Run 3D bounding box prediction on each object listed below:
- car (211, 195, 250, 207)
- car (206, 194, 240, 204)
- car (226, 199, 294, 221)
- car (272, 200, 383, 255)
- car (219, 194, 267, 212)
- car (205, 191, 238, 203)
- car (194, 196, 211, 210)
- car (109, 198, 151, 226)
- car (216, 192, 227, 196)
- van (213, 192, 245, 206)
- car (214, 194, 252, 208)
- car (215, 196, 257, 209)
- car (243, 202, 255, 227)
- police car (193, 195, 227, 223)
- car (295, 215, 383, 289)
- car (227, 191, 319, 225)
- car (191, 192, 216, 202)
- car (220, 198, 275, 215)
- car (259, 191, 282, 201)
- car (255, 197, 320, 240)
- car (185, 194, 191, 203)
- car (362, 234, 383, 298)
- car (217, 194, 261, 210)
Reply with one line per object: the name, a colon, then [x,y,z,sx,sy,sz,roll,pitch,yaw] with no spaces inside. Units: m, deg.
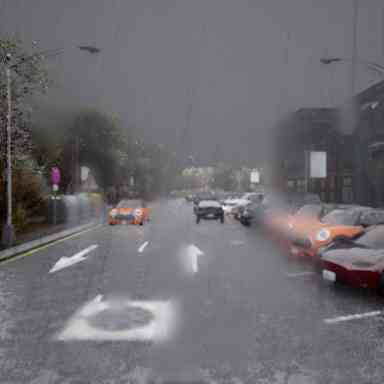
car: [5.433,1.253,47.219,5.008,1.535,2.097,1,0,-20]
car: [5.273,1.220,56.163,5.366,1.575,1.946,1,0,-20]
car: [5.345,1.361,26.183,4.792,1.488,2.163,1,1,-20]
car: [5.355,1.287,11.191,4.553,1.767,2.185,1,1,-20]
car: [5.376,1.168,35.198,4.553,1.767,2.185,1,0,-20]
car: [5.467,0.956,62.256,5.566,2.045,2.435,1,0,-20]
car: [1.254,1.269,39.904,1.882,1.535,5.008,0,0,0]
car: [-4.001,1.218,21.894,2.097,1.767,4.553,0,0,0]
car: [5.362,1.066,29.183,5.566,2.045,2.435,1,1,-20]
van: [5.556,1.020,50.264,4.442,1.987,1.878,1,0,-20]
car: [5.468,1.137,44.216,4.553,1.767,2.185,1,0,-20]
car: [5.427,1.313,41.208,4.674,1.452,2.002,1,0,-20]
car: [5.337,1.418,17.190,4.674,1.452,2.002,1,0,-20]
police car: [1.209,1.282,24.013,1.930,1.638,5.238,0,0,0]
car: [5.287,1.460,8.172,4.792,1.488,2.163,1,1,-20]
car: [5.341,1.110,20.166,5.566,2.045,2.435,1,1,-20]
car: [1.239,1.038,33.933,2.150,2.045,5.566,0,0,0]
car: [5.371,1.335,32.184,4.792,1.488,2.163,1,1,-20]
car: [18.447,0.918,78.237,2.435,2.045,5.566,0,1,-21]
car: [5.364,1.269,14.192,4.553,1.767,2.185,1,1,-20]
car: [0.069,1.253,60.384,1.812,1.442,4.674,0,0,0]
car: [5.311,1.491,5.181,4.674,1.452,2.002,1,1,-20]
car: [5.386,1.157,38.199,4.553,1.767,2.185,1,0,-20]
